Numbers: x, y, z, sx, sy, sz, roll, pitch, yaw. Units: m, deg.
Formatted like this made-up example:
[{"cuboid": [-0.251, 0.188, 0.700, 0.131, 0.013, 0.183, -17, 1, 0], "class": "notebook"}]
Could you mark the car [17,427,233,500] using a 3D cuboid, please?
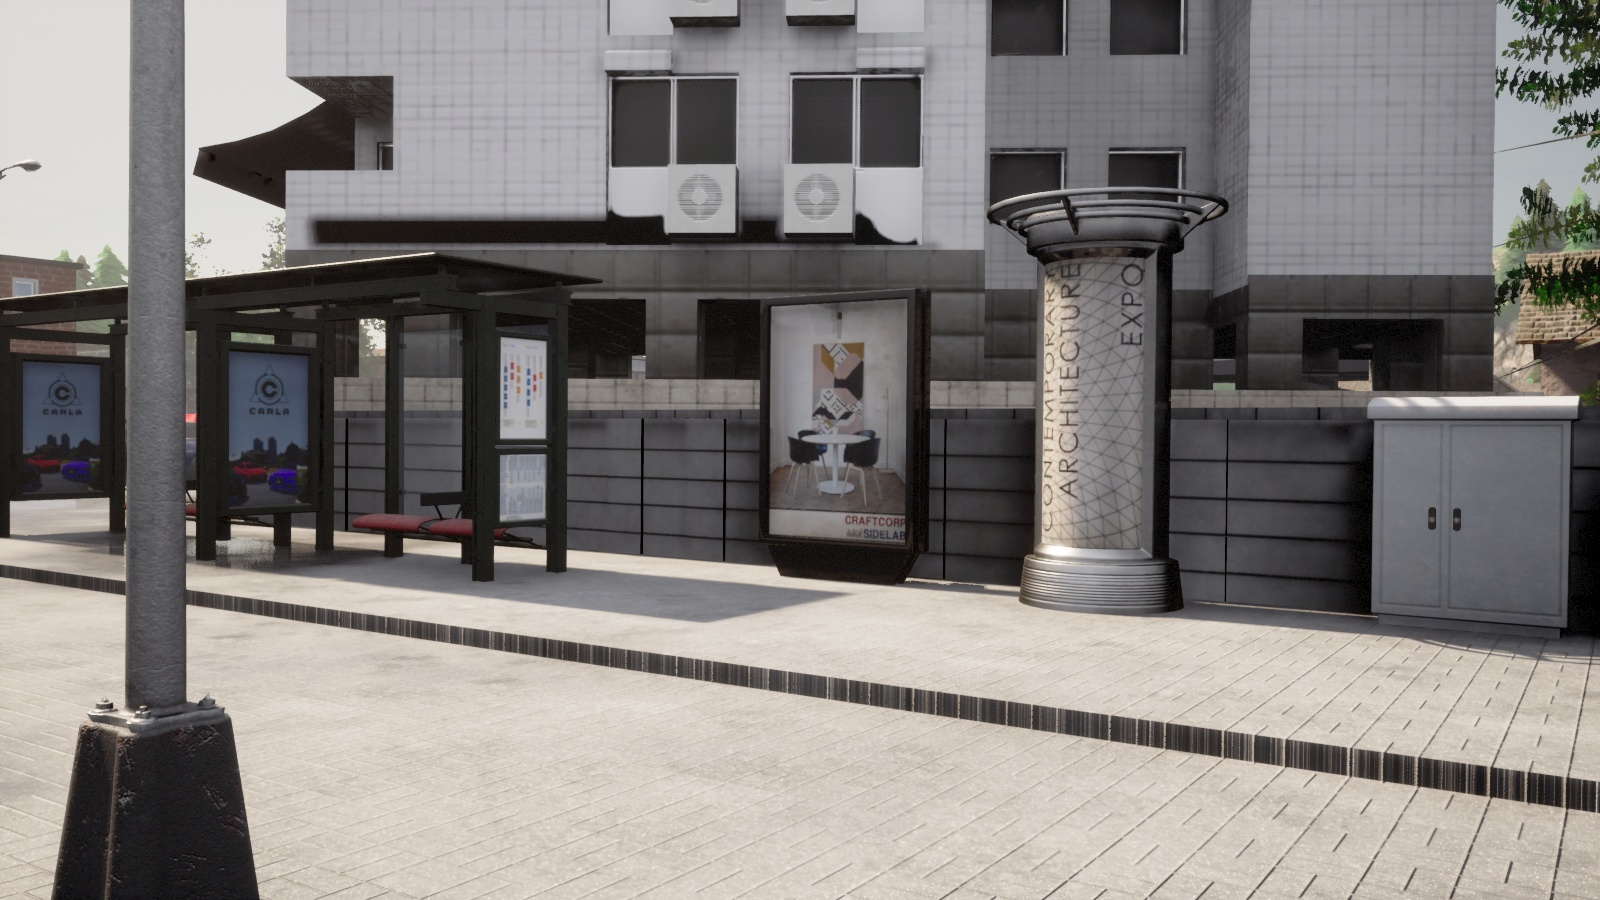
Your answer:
[{"cuboid": [-17.683, 0.298, 33.113, 2.097, 1.767, 4.553, 0, 1, 34], "class": "car"}]

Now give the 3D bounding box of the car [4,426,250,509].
[{"cuboid": [-15.513, 0.332, 29.183, 2.097, 1.767, 4.553, 0, 1, 34], "class": "car"}]
